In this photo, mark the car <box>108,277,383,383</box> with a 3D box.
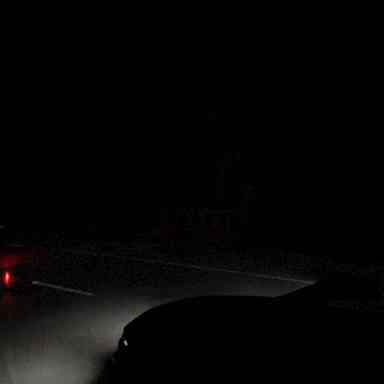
[{"bbox_3d":[1.345,1.519,2.827,4.674,1.442,1.812,0,0,35],"label":"car"}]

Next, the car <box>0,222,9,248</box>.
[{"bbox_3d":[-9.437,1.549,13.224,4.902,1.511,2.128,0,0,27],"label":"car"}]
